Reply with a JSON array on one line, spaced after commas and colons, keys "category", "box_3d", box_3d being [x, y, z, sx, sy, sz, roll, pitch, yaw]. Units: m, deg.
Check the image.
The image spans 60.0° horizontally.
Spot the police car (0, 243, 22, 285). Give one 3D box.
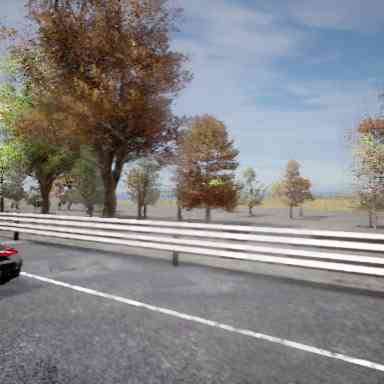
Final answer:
[{"category": "police car", "box_3d": [-6.522, 1.601, 8.598, 4.974, 1.542, 2.038, -1, 0, 36]}]
